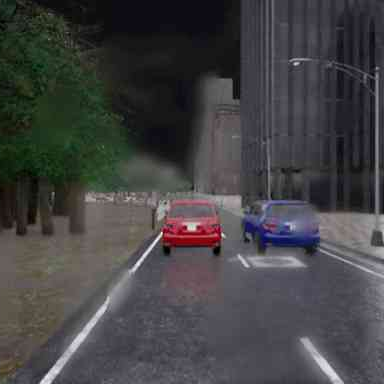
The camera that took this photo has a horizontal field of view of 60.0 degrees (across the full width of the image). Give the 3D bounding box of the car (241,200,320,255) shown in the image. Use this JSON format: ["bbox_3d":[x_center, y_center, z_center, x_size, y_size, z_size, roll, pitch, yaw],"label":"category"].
[{"bbox_3d":[3.492,1.347,14.024,2.150,2.045,5.566,0,0,0],"label":"car"}]

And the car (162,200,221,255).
[{"bbox_3d":[-0.008,1.347,14.013,2.150,2.045,5.566,0,0,0],"label":"car"}]
